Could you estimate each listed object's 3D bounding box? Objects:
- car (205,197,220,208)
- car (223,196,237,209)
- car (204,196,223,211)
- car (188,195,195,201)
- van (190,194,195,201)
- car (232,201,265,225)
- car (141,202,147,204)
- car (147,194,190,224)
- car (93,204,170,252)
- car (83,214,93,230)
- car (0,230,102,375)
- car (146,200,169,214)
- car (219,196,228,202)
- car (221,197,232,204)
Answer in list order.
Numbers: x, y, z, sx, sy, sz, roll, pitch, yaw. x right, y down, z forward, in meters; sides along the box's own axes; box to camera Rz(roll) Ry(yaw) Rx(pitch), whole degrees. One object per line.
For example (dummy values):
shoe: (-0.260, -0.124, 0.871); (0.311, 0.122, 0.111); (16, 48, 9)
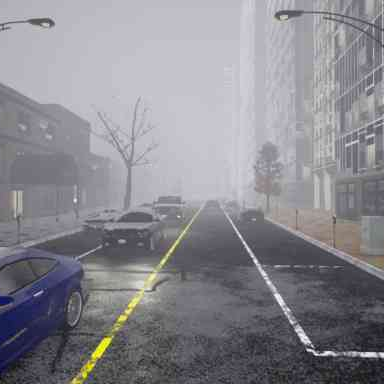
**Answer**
car: (3.155, 1.528, 50.949); (2.128, 1.511, 4.902); (0, 0, 4)
car: (5.489, 1.578, 46.507); (1.887, 1.381, 4.507); (1, 0, 4)
car: (2.536, 1.533, 40.881); (1.837, 1.490, 4.892); (0, 0, 4)
car: (-0.083, 1.653, 92.148); (1.802, 1.307, 4.206); (1, 0, 4)
van: (-0.428, 1.407, 86.514); (1.690, 1.788, 3.998); (1, 0, 4)
car: (4.198, 1.567, 23.969); (2.008, 1.369, 4.403); (1, 0, 4)
car: (-3.985, 1.564, 30.187); (1.887, 1.381, 4.507); (1, 0, 4)
car: (-1.630, 1.238, 25.215); (2.150, 2.045, 5.566); (0, 0, 4)
car: (-2.318, 1.486, 14.255); (1.882, 1.535, 5.008); (0, 0, 4)
car: (-4.744, 1.562, 18.924); (2.008, 1.369, 4.403); (1, 0, 4)
car: (-2.933, 1.528, 4.243); (1.812, 1.442, 4.674); (0, 0, 5)
car: (-3.603, 1.606, 35.819); (1.802, 1.307, 4.206); (1, 0, 4)
car: (7.580, 1.627, 80.307); (1.947, 1.339, 4.313); (1, 0, 4)
car: (6.535, 1.612, 63.407); (1.947, 1.339, 4.313); (1, 0, 4)
